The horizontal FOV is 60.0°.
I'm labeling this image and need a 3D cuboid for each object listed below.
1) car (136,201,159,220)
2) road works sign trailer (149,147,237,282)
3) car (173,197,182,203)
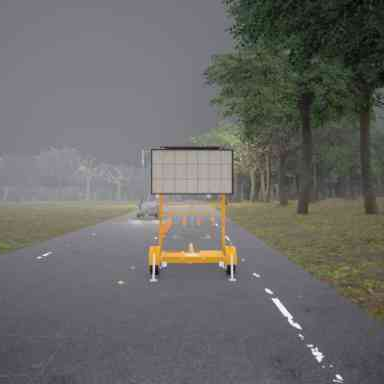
[{"bbox_3d":[-3.634,1.563,28.916,1.812,1.442,4.674,0,0,0],"label":"car"},{"bbox_3d":[0.000,0.473,9.822,2.380,3.560,2.880,0,0,-1],"label":"road works sign trailer"},{"bbox_3d":[-3.600,1.997,83.165,1.994,1.385,4.181,0,-1,0],"label":"car"}]
